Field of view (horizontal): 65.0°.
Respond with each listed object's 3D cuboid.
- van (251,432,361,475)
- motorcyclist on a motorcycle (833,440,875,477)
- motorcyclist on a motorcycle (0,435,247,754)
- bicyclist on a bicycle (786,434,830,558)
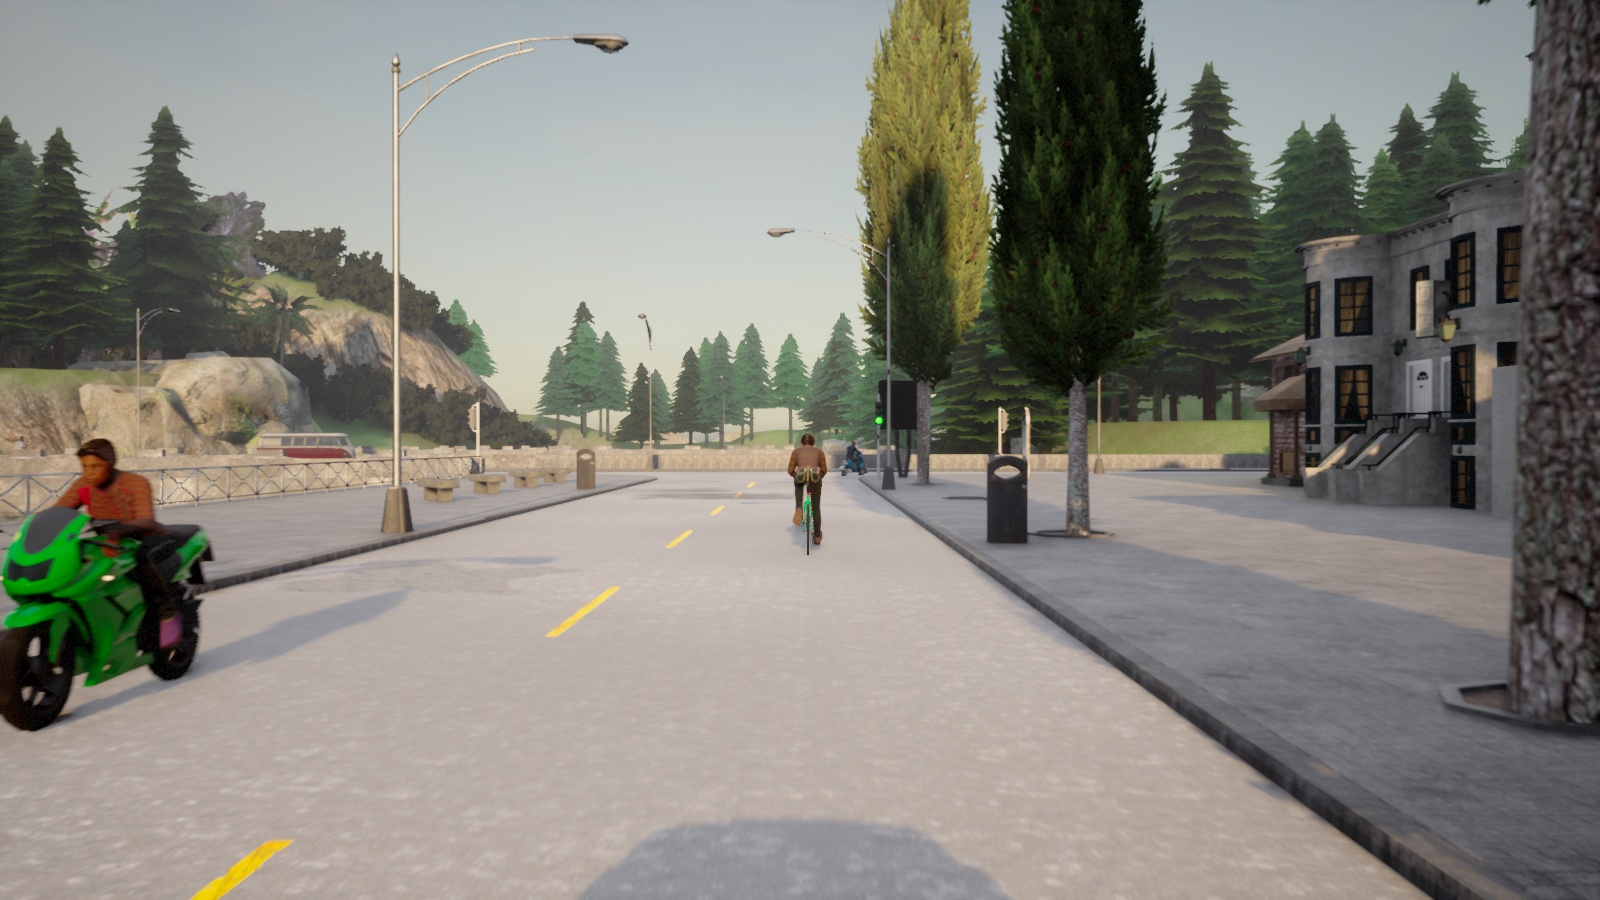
[{"bbox_3d":[-23.003,0.151,58.540,4.442,1.987,1.775,0,0,0],"label":"van"},{"bbox_3d":[2.414,0.384,56.135,0.866,1.590,1.817,4,3,40],"label":"motorcyclist on a motorcycle"},{"bbox_3d":[-3.945,0.686,7.016,0.797,1.523,2.044,0,0,0],"label":"motorcyclist on a motorcycle"},{"bbox_3d":[0.111,0.602,17.241,0.582,1.620,1.656,0,0,0],"label":"bicyclist on a bicycle"}]
